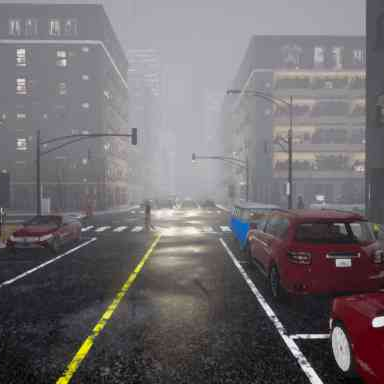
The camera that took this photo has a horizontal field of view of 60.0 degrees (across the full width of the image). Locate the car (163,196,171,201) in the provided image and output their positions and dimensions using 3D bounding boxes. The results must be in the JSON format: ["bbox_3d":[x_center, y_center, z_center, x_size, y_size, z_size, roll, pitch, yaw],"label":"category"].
[{"bbox_3d":[-6.405,1.609,84.706,1.802,1.307,4.206,0,0,0],"label":"car"}]

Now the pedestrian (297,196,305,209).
[{"bbox_3d":[5.894,1.140,18.183,0.375,1.860,0.375,0,0,0],"label":"pedestrian"}]

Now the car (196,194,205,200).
[{"bbox_3d":[2.161,1.556,62.671,1.887,1.381,4.507,0,0,0],"label":"car"}]

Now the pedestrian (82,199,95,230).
[{"bbox_3d":[-6.067,1.292,19.396,0.375,1.860,0.375,0,0,0],"label":"pedestrian"}]

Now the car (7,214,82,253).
[{"bbox_3d":[-5.807,1.581,13.639,1.802,1.307,4.206,0,0,0],"label":"car"}]

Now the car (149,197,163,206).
[{"bbox_3d":[-6.173,1.574,57.090,1.947,1.339,4.313,0,0,0],"label":"car"}]

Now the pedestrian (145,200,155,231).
[{"bbox_3d":[-2.474,1.292,18.822,0.375,1.860,0.375,0,0,0],"label":"pedestrian"}]

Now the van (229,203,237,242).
[{"bbox_3d":[2.572,1.340,13.708,1.690,1.788,3.998,0,0,0],"label":"van"}]

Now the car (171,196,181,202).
[{"bbox_3d":[-3.644,1.553,76.990,2.033,1.411,5.357,0,0,0],"label":"car"}]

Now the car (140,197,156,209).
[{"bbox_3d":[-6.080,1.569,46.043,1.947,1.339,4.313,0,0,0],"label":"car"}]

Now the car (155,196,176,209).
[{"bbox_3d":[-3.449,1.603,43.983,1.895,1.301,4.718,0,0,-1],"label":"car"}]

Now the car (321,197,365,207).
[{"bbox_3d":[13.373,1.368,30.739,4.718,1.301,1.895,-1,0,-1],"label":"car"}]

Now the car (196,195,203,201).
[{"bbox_3d":[1.927,1.557,90.457,1.752,1.417,4.829,0,0,0],"label":"car"}]

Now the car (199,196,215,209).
[{"bbox_3d":[2.301,1.585,46.101,1.802,1.307,4.206,0,0,0],"label":"car"}]

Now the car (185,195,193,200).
[{"bbox_3d":[-0.715,1.455,85.569,1.895,1.301,4.718,0,0,0],"label":"car"}]

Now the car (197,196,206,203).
[{"bbox_3d":[2.069,1.585,73.718,1.947,1.339,4.313,0,0,0],"label":"car"}]

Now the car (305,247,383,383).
[{"bbox_3d":[2.667,1.544,2.652,1.887,1.381,4.507,0,0,0],"label":"car"}]

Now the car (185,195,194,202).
[{"bbox_3d":[-0.631,1.536,75.533,1.812,1.442,4.674,0,0,0],"label":"car"}]

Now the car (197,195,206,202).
[{"bbox_3d":[2.255,1.571,51.625,1.947,1.339,4.313,0,0,0],"label":"car"}]

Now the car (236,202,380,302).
[{"bbox_3d":[2.618,1.314,8.180,2.192,1.841,5.009,0,0,0],"label":"car"}]

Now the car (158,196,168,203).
[{"bbox_3d":[-6.312,1.563,73.660,1.887,1.381,4.507,0,0,0],"label":"car"}]

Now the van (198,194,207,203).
[{"bbox_3d":[2.113,1.356,68.194,1.690,1.788,3.998,0,0,0],"label":"van"}]

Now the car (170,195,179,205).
[{"bbox_3d":[-3.539,1.571,53.984,1.994,1.385,4.181,0,0,-1],"label":"car"}]

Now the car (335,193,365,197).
[{"bbox_3d":[15.484,1.031,33.350,5.009,1.841,2.192,-1,1,-1],"label":"car"}]
